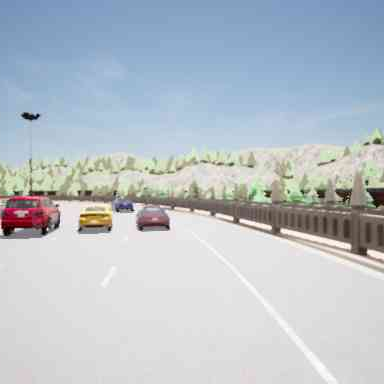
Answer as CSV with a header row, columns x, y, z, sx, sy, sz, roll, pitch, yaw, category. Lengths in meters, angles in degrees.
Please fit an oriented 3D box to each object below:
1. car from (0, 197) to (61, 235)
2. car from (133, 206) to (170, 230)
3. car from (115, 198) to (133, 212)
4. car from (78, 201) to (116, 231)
x,y,z,sx,sy,sz,roll,pitch,yaw,category
-9.213,1.297,19.499,2.150,2.045,5.566,0,0,-12,car
-2.617,1.606,21.809,1.994,1.385,4.181,0,0,-12,car
-8.497,1.449,40.231,2.097,1.767,4.553,0,0,-23,car
-6.048,1.538,21.261,1.882,1.535,5.008,0,0,-12,car
